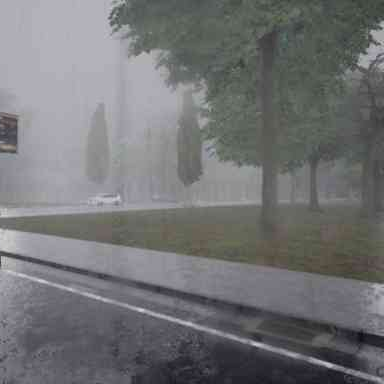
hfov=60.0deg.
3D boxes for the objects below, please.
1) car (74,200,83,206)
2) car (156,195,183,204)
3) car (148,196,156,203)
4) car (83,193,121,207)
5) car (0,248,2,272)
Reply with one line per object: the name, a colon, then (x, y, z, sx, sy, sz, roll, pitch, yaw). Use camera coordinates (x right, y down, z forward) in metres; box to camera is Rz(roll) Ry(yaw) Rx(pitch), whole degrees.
car: (-16.320, 1.589, 52.810, 1.895, 1.301, 4.718, 0, 0, 35)
car: (-3.958, 1.472, 64.629, 2.033, 1.411, 5.357, 0, 0, 35)
car: (-6.618, 1.394, 66.495, 1.882, 1.535, 5.008, 0, 0, 35)
car: (-13.421, 1.224, 51.288, 2.150, 2.045, 5.566, 0, 0, 35)
car: (-6.550, 1.464, 8.356, 4.674, 1.442, 1.812, 0, 0, 35)
